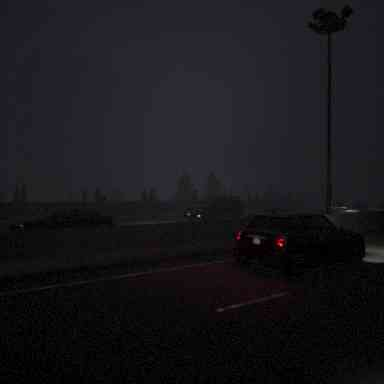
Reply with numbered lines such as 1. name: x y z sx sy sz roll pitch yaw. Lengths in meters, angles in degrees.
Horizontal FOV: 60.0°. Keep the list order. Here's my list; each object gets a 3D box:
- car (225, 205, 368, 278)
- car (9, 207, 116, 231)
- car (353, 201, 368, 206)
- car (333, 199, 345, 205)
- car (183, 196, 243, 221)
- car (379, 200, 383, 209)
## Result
1. car: 3.543 1.425 10.619 4.553 1.767 2.097 1 0 -36
2. car: -6.353 1.516 16.696 5.008 1.535 1.882 1 0 -36
3. car: 24.570 1.955 48.546 1.994 1.385 4.181 0 0 31
4. car: 26.762 2.021 60.440 1.994 1.385 4.181 0 0 24
5. car: 1.880 1.363 27.231 5.566 2.045 2.150 0 0 -40
6. car: 30.926 1.930 52.839 1.882 1.535 5.008 0 0 27
